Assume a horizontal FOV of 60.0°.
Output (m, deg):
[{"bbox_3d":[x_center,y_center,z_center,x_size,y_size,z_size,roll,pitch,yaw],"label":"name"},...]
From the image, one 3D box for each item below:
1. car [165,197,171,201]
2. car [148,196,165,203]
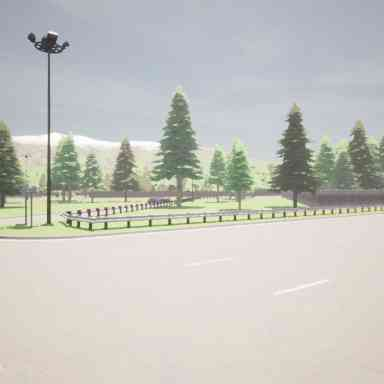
[{"bbox_3d":[-5.664,1.600,69.798,1.895,1.301,4.718,0,0,5],"label":"car"},{"bbox_3d":[-6.662,1.525,59.525,1.812,1.442,4.674,0,0,5],"label":"car"}]
